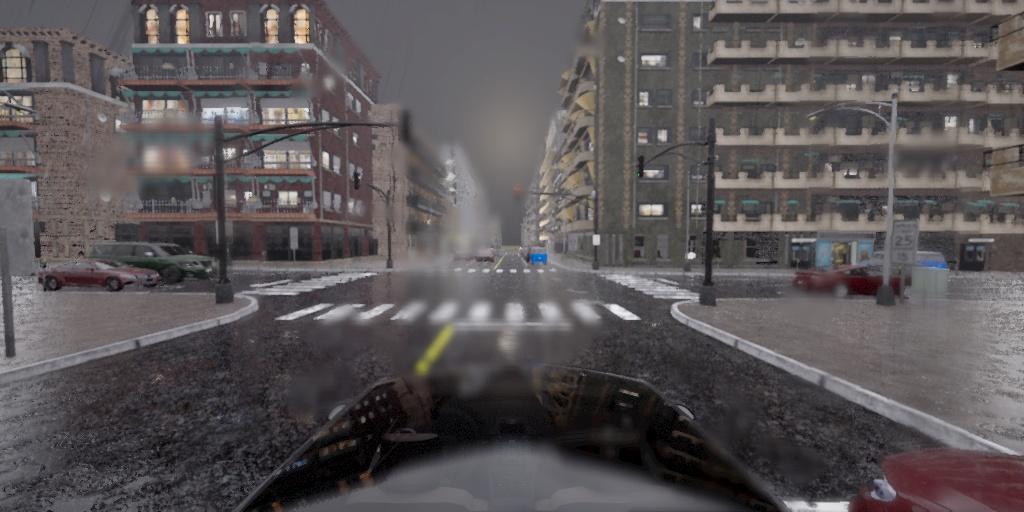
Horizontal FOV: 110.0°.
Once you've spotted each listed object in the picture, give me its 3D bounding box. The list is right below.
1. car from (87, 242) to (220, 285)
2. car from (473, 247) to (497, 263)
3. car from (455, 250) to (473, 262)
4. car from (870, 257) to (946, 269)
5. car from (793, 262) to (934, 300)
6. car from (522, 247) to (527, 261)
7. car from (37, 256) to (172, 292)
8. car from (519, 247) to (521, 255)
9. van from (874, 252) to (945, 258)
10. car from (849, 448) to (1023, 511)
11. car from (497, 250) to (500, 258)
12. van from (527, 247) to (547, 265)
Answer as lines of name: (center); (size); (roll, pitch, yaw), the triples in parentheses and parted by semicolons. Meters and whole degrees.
car: (-18.054, 0.337, 18.138); (5.566, 2.045, 2.150); (1, 2, 0)
car: (-3.082, -0.017, 42.114); (1.882, 1.535, 5.008); (0, 2, 0)
car: (-5.833, 0.039, 43.743); (1.802, 1.307, 4.207); (0, 0, 0)
car: (22.345, 0.935, 21.193); (4.181, 1.385, 1.994); (1, 2, 0)
car: (14.712, 1.067, 15.438); (4.507, 1.381, 1.888); (0, 0, 0)
car: (2.733, -0.227, 43.692); (2.192, 1.841, 5.009); (0, 0, 0)
car: (-17.740, 0.782, 15.491); (4.207, 1.307, 1.802); (0, 0, 0)
car: (2.692, -0.585, 60.246); (1.967, 1.591, 4.097); (0, 0, 0)
van: (26.098, 0.649, 23.784); (3.998, 1.789, 1.690); (0, 0, 0)
car: (2.798, 1.376, 0.316); (1.802, 1.307, 4.207); (0, 0, 0)
car: (-3.044, -0.443, 59.610); (1.994, 1.385, 4.181); (0, 2, 1)
van: (2.821, -0.037, 38.198); (1.690, 1.789, 3.998); (0, 0, 0)
